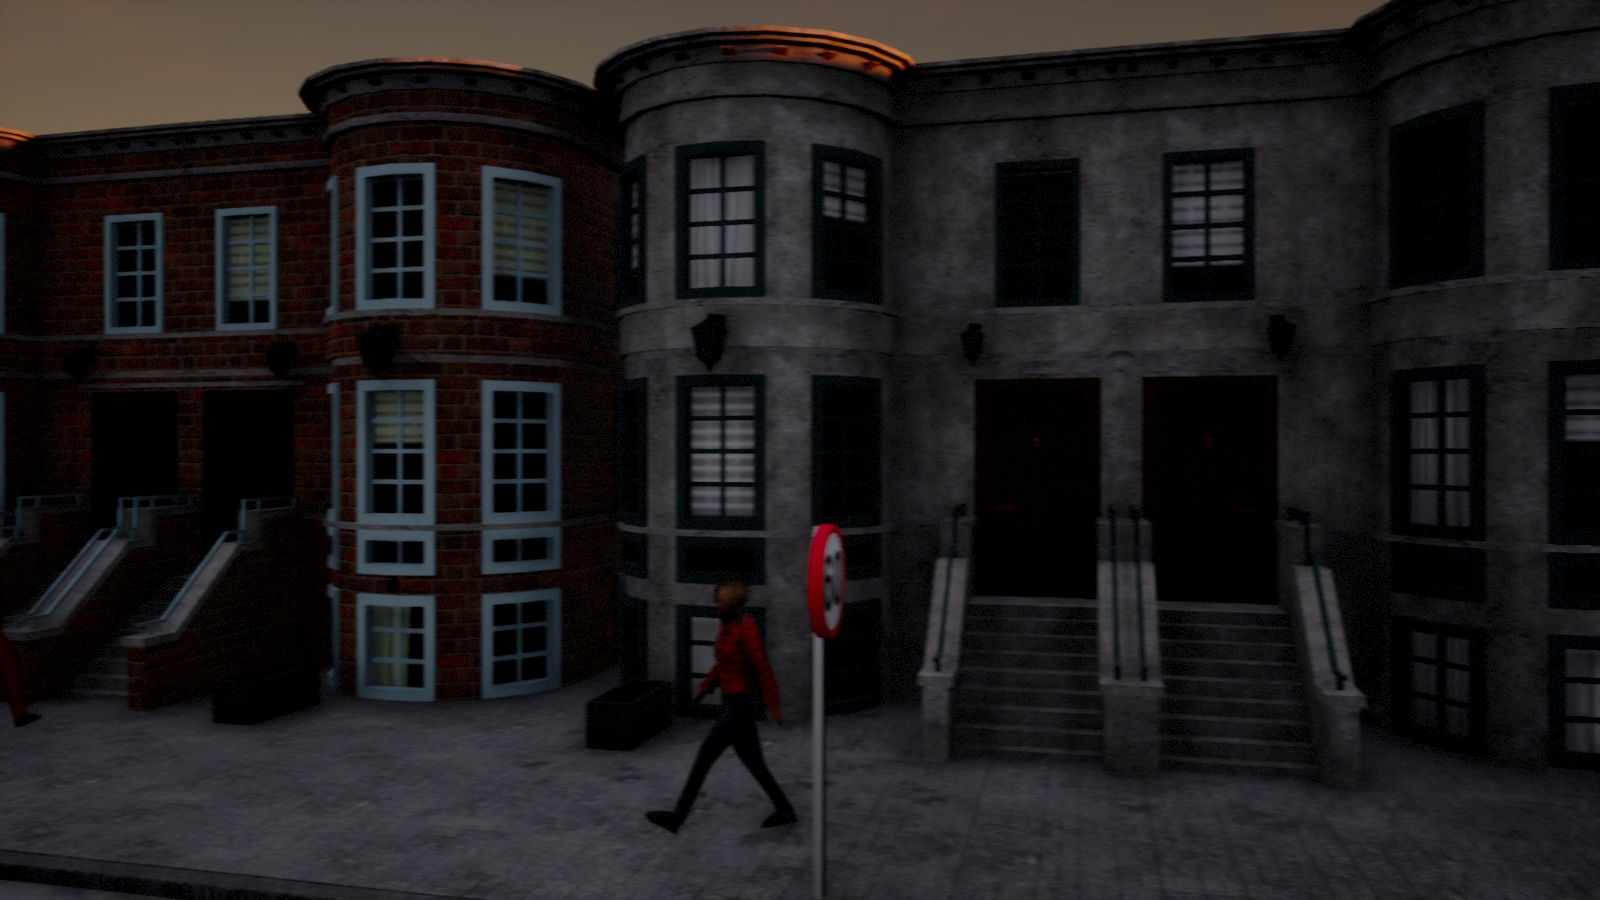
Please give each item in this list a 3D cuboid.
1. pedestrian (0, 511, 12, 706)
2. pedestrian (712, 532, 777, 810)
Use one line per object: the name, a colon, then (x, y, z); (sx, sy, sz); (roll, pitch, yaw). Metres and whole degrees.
pedestrian: (-7.871, 1.523, 10.945); (0.375, 1.860, 0.375); (0, 0, 11)
pedestrian: (-0.394, 1.523, 8.021); (0.375, 1.860, 0.375); (0, 0, -18)
